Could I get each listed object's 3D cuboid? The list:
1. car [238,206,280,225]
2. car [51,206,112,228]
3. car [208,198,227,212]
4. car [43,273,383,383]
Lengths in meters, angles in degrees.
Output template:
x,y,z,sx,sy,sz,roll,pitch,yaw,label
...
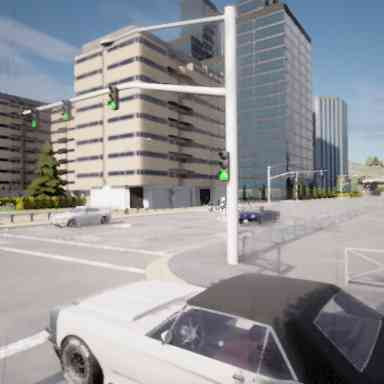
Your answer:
x,y,z,sx,sy,sz,roll,pitch,yaw,label
5.019,1.726,25.131,1.895,1.301,4.718,-1,0,35,car
-8.108,1.786,24.744,1.812,1.442,4.674,-1,0,35,car
3.963,1.610,42.226,2.097,1.767,4.553,-1,0,35,car
0.457,1.620,3.612,4.718,1.301,1.895,-1,-1,35,car
